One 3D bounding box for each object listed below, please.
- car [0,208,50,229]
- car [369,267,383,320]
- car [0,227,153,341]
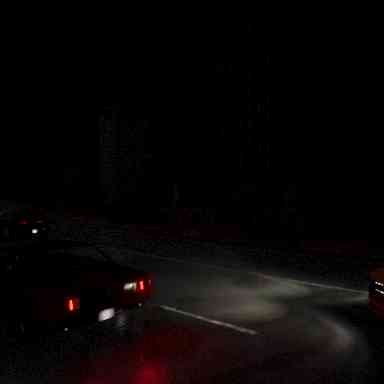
[{"bbox_3d":[-9.037,1.604,17.427,1.837,1.490,4.892,0,0,-42],"label":"car"},{"bbox_3d":[5.293,1.492,4.638,5.008,1.535,1.882,0,0,35],"label":"car"},{"bbox_3d":[-3.028,1.637,6.636,4.718,1.301,1.895,0,0,40],"label":"car"}]
